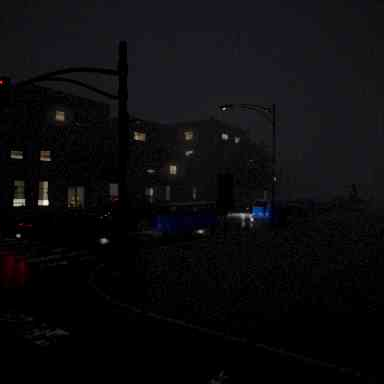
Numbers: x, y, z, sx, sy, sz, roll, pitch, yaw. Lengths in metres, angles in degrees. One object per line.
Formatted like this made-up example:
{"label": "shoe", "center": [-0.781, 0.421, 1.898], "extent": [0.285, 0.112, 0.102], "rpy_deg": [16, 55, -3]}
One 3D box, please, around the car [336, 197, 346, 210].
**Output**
{"label": "car", "center": [18.958, 1.729, 44.756], "extent": [1.947, 1.339, 4.313], "rpy_deg": [0, 0, 35]}

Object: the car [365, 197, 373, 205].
{"label": "car", "center": [34.842, 1.810, 67.338], "extent": [1.887, 1.381, 4.507], "rpy_deg": [0, 0, 35]}

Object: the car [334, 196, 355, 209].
{"label": "car", "center": [22.136, 1.497, 49.273], "extent": [2.192, 1.841, 5.009], "rpy_deg": [0, 0, 35]}

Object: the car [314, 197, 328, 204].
{"label": "car", "center": [27.900, 1.729, 72.035], "extent": [1.752, 1.417, 4.829], "rpy_deg": [0, 0, 35]}

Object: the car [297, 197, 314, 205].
{"label": "car", "center": [21.645, 1.706, 63.141], "extent": [1.887, 1.381, 4.507], "rpy_deg": [0, 0, 35]}

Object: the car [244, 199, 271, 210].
{"label": "car", "center": [8.937, 1.629, 45.077], "extent": [1.887, 1.381, 4.507], "rpy_deg": [0, 0, 35]}

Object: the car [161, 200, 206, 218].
{"label": "car", "center": [-0.691, 1.559, 31.388], "extent": [1.752, 1.417, 4.829], "rpy_deg": [0, 0, 35]}

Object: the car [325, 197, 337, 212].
{"label": "car", "center": [15.879, 1.671, 40.379], "extent": [1.752, 1.417, 4.829], "rpy_deg": [0, 0, 35]}

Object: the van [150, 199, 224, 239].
{"label": "van", "center": [-0.102, 1.407, 17.658], "extent": [1.690, 1.788, 3.998], "rpy_deg": [0, 0, 35]}

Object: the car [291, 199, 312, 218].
{"label": "car", "center": [9.427, 1.656, 31.206], "extent": [1.887, 1.381, 4.507], "rpy_deg": [0, 0, 35]}

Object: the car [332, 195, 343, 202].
{"label": "car", "center": [37.529, 1.713, 85.723], "extent": [1.967, 1.590, 4.097], "rpy_deg": [0, 0, 35]}

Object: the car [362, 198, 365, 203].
{"label": "car", "center": [28.587, 1.748, 58.445], "extent": [1.752, 1.417, 4.829], "rpy_deg": [0, 0, 35]}

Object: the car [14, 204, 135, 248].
{"label": "car", "center": [-5.318, 1.524, 15.051], "extent": [2.128, 1.511, 4.902], "rpy_deg": [1, 0, 40]}

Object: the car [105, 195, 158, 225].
{"label": "car", "center": [-4.262, 1.248, 21.802], "extent": [2.150, 2.045, 5.566], "rpy_deg": [1, 0, 35]}

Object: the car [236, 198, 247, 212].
{"label": "car", "center": [7.509, 1.575, 38.520], "extent": [2.128, 1.511, 4.902], "rpy_deg": [1, 0, 35]}

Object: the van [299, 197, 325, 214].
{"label": "van", "center": [12.605, 1.469, 35.723], "extent": [1.690, 1.788, 3.998], "rpy_deg": [0, 0, 35]}

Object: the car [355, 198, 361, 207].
{"label": "car", "center": [25.313, 1.517, 53.790], "extent": [2.192, 1.841, 5.009], "rpy_deg": [0, 0, 35]}

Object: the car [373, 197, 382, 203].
{"label": "car", "center": [44.373, 1.900, 80.887], "extent": [1.947, 1.339, 4.313], "rpy_deg": [0, 0, 35]}

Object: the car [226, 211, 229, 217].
{"label": "car", "center": [1.551, 1.530, 30.064], "extent": [1.882, 1.535, 5.008], "rpy_deg": [1, 0, 35]}

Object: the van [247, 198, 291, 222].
{"label": "van", "center": [6.252, 1.436, 26.691], "extent": [1.690, 1.788, 3.998], "rpy_deg": [0, 0, 35]}

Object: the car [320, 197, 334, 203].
{"label": "car", "center": [31.174, 1.793, 76.690], "extent": [1.947, 1.339, 4.313], "rpy_deg": [0, 0, 35]}

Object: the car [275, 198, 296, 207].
{"label": "car", "center": [15.291, 1.666, 54.108], "extent": [1.887, 1.381, 4.507], "rpy_deg": [0, 0, 35]}

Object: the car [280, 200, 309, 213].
{"label": "car", "center": [12.362, 1.720, 39.878], "extent": [1.895, 1.301, 4.718], "rpy_deg": [1, 0, 35]}

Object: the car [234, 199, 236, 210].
{"label": "car", "center": [5.762, 1.507, 40.560], "extent": [1.967, 1.590, 4.097], "rpy_deg": [0, 0, 35]}
